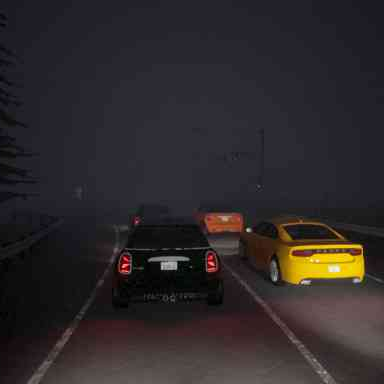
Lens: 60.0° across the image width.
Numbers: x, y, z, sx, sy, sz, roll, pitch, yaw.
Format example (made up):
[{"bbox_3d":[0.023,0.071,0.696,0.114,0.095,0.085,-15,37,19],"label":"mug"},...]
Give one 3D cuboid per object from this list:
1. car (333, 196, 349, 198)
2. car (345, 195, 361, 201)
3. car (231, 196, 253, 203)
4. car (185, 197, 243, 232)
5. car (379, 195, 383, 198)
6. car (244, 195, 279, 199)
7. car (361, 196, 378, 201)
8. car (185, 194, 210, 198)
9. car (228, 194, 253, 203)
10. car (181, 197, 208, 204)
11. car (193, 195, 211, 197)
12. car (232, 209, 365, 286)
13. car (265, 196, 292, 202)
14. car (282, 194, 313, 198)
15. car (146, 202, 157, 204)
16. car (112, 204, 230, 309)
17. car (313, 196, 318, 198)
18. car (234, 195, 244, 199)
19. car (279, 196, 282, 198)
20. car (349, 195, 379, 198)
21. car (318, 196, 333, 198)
[{"bbox_3d":[33.234,1.524,71.243,4.674,1.442,1.812,0,0,-25],"label":"car"},{"bbox_3d":[40.738,1.499,83.983,4.181,1.385,1.994,0,0,-37],"label":"car"},{"bbox_3d":[10.567,1.553,70.461,4.181,1.385,1.994,0,0,-19],"label":"car"},{"bbox_3d":[1.204,1.352,18.368,2.097,1.767,4.553,0,0,-12],"label":"car"},{"bbox_3d":[45.710,1.523,78.998,4.902,1.511,2.128,0,0,-37],"label":"car"},{"bbox_3d":[12.506,1.490,60.121,4.902,1.511,2.128,0,0,-19],"label":"car"},{"bbox_3d":[43.726,1.594,81.891,4.718,1.301,1.895,0,0,-37],"label":"car"},{"bbox_3d":[1.340,1.505,60.018,4.892,1.490,1.837,0,0,-19],"label":"car"},{"bbox_3d":[9.734,1.352,66.526,4.553,1.767,2.097,0,0,-18],"label":"car"},{"bbox_3d":[0.518,1.601,63.430,4.718,1.301,1.895,0,0,-19],"label":"car"},{"bbox_3d":[3.079,1.601,56.915,4.718,1.301,1.895,0,0,-19],"label":"car"},{"bbox_3d":[2.730,1.478,9.482,1.882,1.535,5.008,0,0,-6],"label":"car"},{"bbox_3d":[19.064,1.540,73.362,5.357,1.411,2.033,0,0,-19],"label":"car"},{"bbox_3d":[21.169,1.355,66.684,4.553,1.767,2.097,0,0,-19],"label":"car"},{"bbox_3d":[-2.110,1.352,16.928,2.097,1.767,4.553,0,0,-12],"label":"car"},{"bbox_3d":[-0.630,1.352,8.121,2.097,1.767,4.553,0,0,-6],"label":"car"},{"bbox_3d":[28.114,1.553,76.653,4.181,1.385,1.994,0,0,-21],"label":"car"},{"bbox_3d":[10.790,1.352,63.220,4.553,1.767,2.097,0,0,-19],"label":"car"},{"bbox_3d":[19.408,1.525,69.781,4.902,1.511,2.128,0,0,-19],"label":"car"},{"bbox_3d":[35.334,1.525,68.388,4.902,1.511,2.128,0,0,-25],"label":"car"},{"bbox_3d":[31.284,1.524,74.215,4.674,1.442,1.812,0,0,-21],"label":"car"}]
